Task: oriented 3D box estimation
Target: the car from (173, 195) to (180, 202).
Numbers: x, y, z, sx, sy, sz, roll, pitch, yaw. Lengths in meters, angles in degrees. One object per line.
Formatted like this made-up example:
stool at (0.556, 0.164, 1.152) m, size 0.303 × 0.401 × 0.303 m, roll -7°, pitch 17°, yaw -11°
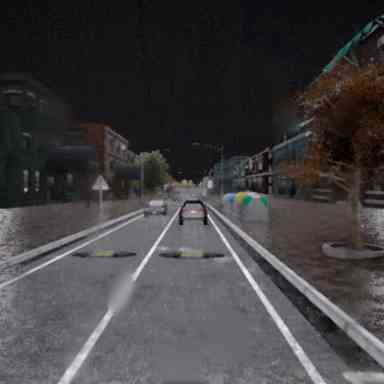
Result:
car at (-3.035, 1.412, 71.544) m, size 1.994 × 1.385 × 4.181 m, roll 0°, pitch 0°, yaw 0°

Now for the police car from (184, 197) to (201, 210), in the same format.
police car at (0.079, 1.375, 41.884) m, size 2.038 × 1.542 × 4.974 m, roll 0°, pitch 0°, yaw 0°

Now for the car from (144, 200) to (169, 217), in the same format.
car at (-3.111, 1.425, 29.739) m, size 1.812 × 1.442 × 4.674 m, roll 0°, pitch 0°, yaw 0°

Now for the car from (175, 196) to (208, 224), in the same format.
car at (0.087, 1.350, 23.752) m, size 2.033 × 1.649 × 4.856 m, roll 0°, pitch 0°, yaw 0°
